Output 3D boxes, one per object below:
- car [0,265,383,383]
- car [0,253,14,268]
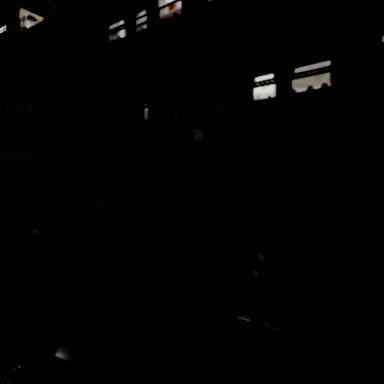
[{"bbox_3d":[-0.196,1.580,3.019,4.313,1.339,1.947,-1,-1,36],"label":"car"},{"bbox_3d":[-4.806,1.624,6.307,4.313,1.339,1.947,-1,-1,35],"label":"car"}]
